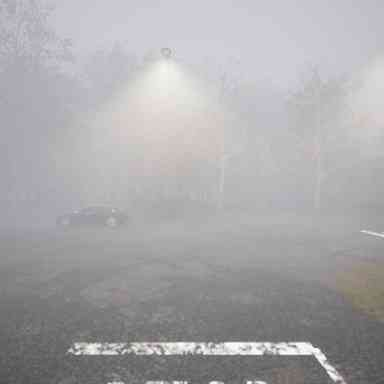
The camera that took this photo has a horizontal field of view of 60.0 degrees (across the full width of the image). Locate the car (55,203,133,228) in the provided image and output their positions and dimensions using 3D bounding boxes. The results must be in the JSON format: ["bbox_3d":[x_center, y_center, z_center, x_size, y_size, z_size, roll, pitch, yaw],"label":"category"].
[{"bbox_3d":[-6.302,1.517,21.477,4.892,1.490,1.837,0,0,0],"label":"car"}]
